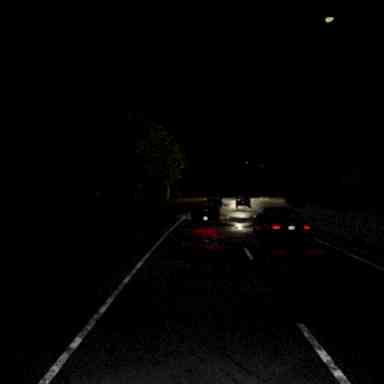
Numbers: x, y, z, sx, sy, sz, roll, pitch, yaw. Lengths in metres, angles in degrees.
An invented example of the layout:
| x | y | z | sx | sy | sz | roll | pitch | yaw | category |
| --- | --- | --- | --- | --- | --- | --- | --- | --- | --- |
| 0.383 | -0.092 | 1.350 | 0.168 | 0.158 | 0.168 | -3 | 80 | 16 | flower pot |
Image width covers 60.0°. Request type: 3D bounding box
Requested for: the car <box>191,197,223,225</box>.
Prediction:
| x | y | z | sx | sy | sz | roll | pitch | yaw | category |
| --- | --- | --- | --- | --- | --- | --- | --- | --- | --- |
| 0.989 | 1.343 | 22.912 | 1.837 | 1.490 | 4.892 | 0 | 0 | 4 | car |

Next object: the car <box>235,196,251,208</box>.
| x | y | z | sx | sy | sz | roll | pitch | yaw | category |
| --- | --- | --- | --- | --- | --- | --- | --- | --- | --- |
| 6.264 | 1.208 | 40.984 | 2.033 | 1.411 | 5.357 | 0 | 1 | 7 | car |

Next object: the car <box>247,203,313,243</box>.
| x | y | z | sx | sy | sz | roll | pitch | yaw | category |
| --- | --- | --- | --- | --- | --- | --- | --- | --- | --- |
| 4.030 | 1.442 | 15.529 | 2.033 | 1.411 | 5.357 | 0 | 0 | 3 | car |
